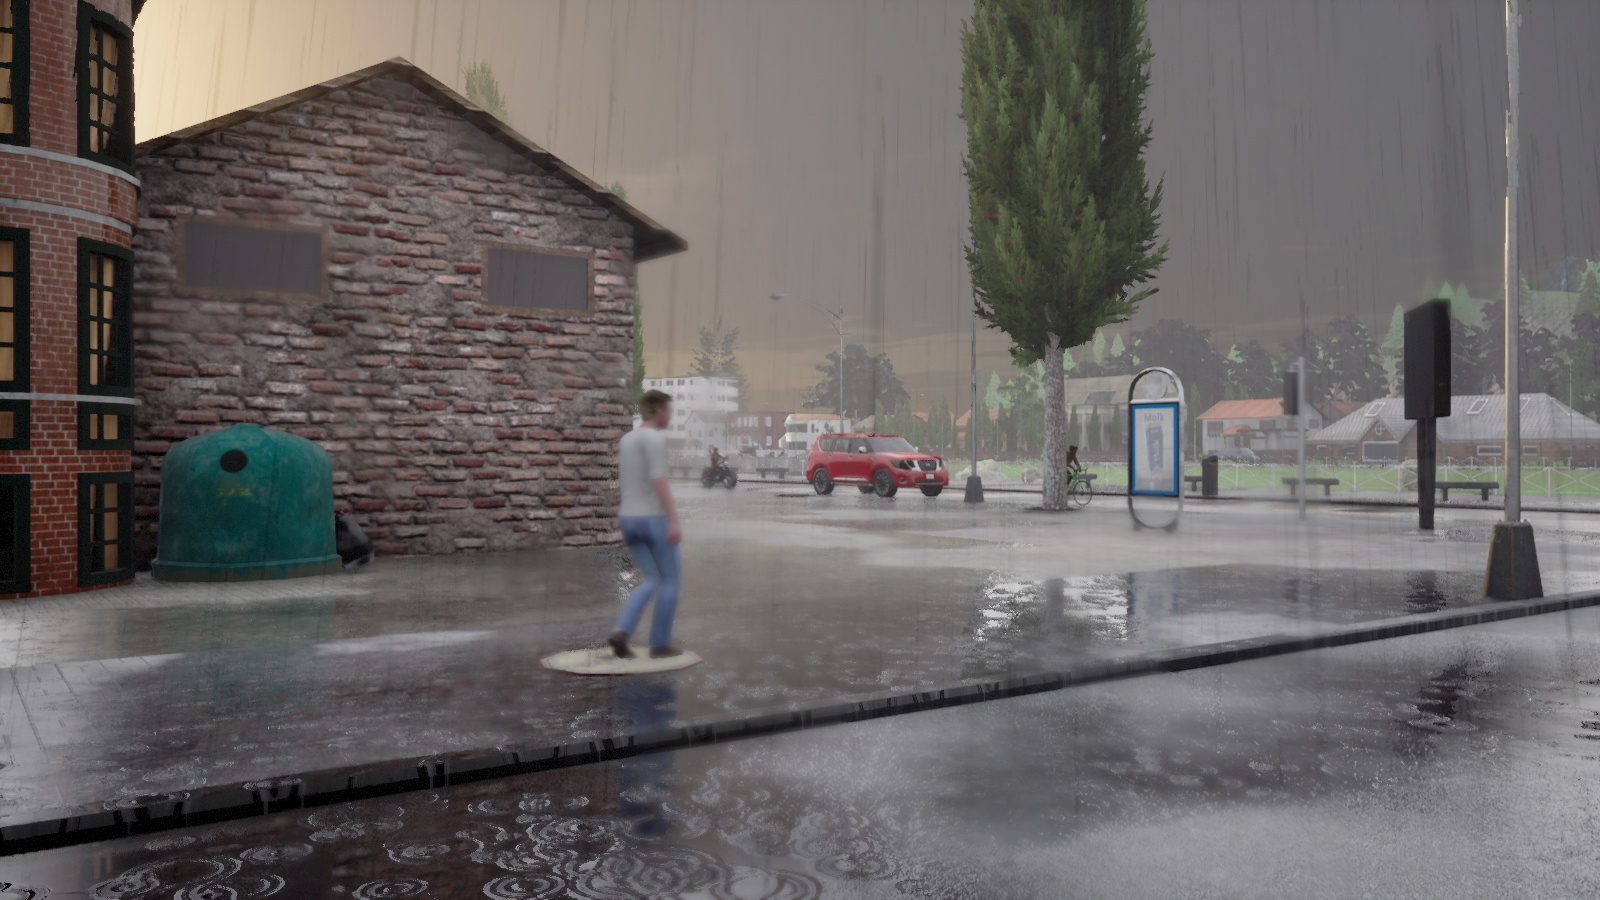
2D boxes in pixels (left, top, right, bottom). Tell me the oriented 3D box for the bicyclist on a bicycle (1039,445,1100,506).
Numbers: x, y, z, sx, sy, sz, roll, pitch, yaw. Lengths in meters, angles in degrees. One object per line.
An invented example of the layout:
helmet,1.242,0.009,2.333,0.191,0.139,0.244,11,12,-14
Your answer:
bicyclist on a bicycle,7.247,0.667,33.829,0.582,1.620,1.656,0,0,-35

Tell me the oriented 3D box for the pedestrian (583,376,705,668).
pedestrian,-1.022,0.453,8.263,0.706,1.836,0.354,0,0,-41

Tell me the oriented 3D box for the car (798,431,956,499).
car,2.396,0.461,40.785,2.150,2.045,5.566,0,0,-35

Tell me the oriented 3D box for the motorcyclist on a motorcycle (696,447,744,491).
motorcyclist on a motorcycle,-3.110,0.723,48.680,0.766,1.649,2.350,0,0,-35
